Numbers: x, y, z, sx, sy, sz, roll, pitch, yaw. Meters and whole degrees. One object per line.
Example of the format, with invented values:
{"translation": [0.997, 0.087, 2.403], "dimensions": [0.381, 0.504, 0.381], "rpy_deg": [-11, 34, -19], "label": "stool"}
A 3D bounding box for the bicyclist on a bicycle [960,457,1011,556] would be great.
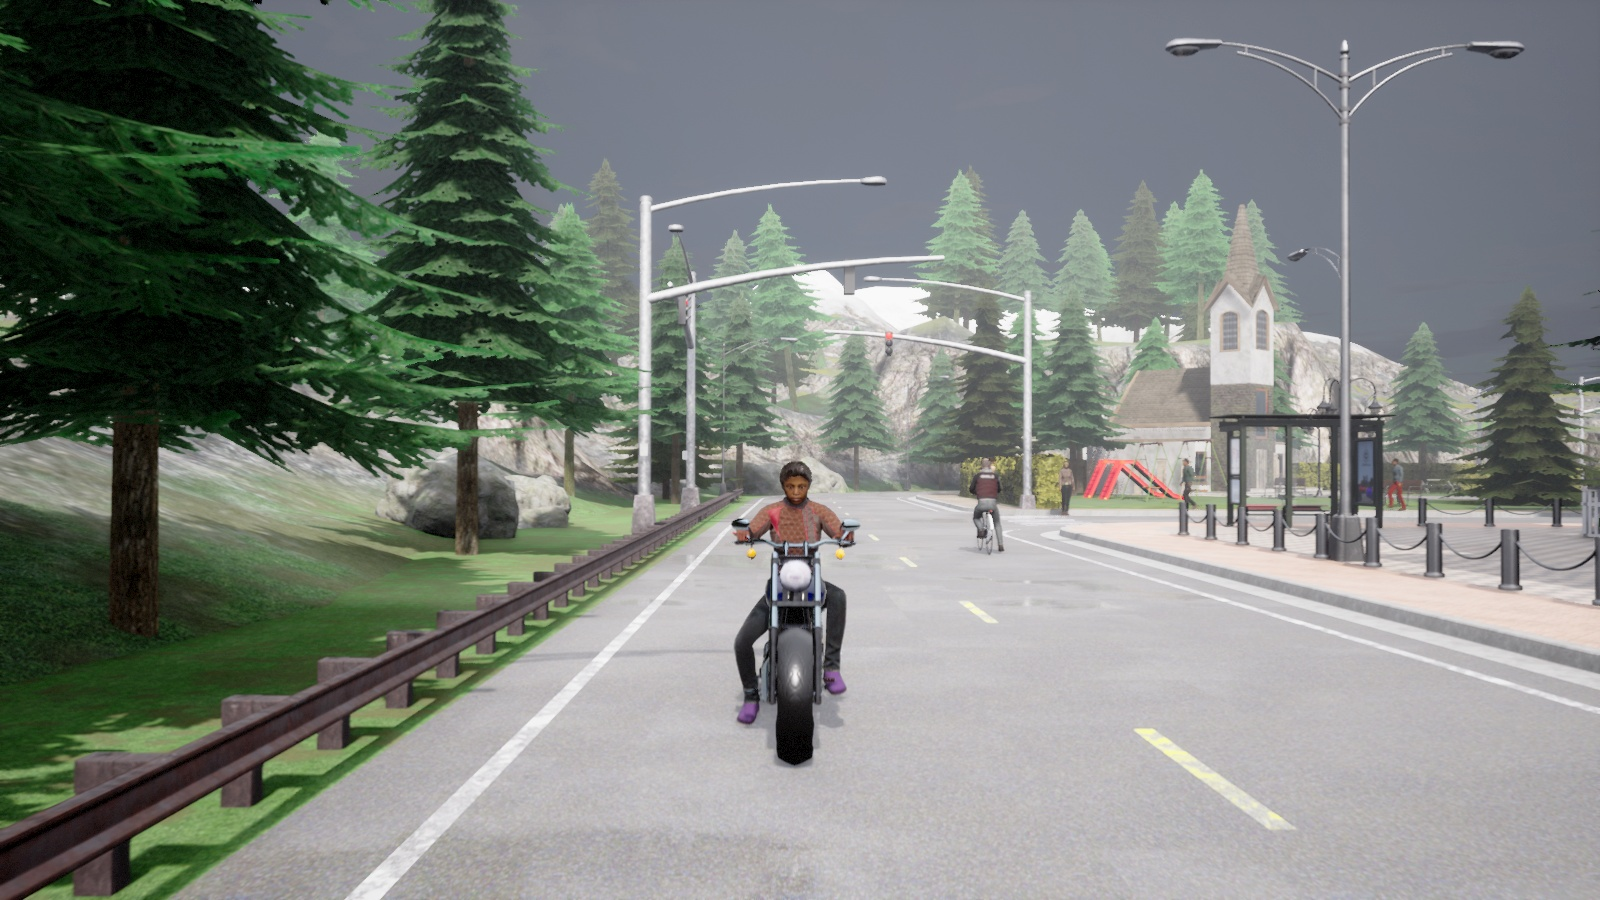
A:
{"translation": [3.439, 1.016, 23.420], "dimensions": [0.659, 1.776, 1.843], "rpy_deg": [0, -1, 0], "label": "bicyclist on a bicycle"}

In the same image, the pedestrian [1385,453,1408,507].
{"translation": [20.540, 1.017, 43.230], "dimensions": [0.614, 1.847, 0.353], "rpy_deg": [0, -1, 0], "label": "pedestrian"}

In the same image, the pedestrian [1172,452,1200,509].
{"translation": [13.375, 1.050, 43.511], "dimensions": [0.788, 1.949, 0.423], "rpy_deg": [0, -1, -5], "label": "pedestrian"}

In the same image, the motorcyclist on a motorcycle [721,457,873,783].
{"translation": [-0.020, 0.874, 7.539], "dimensions": [0.766, 1.649, 2.350], "rpy_deg": [0, -1, 0], "label": "motorcyclist on a motorcycle"}

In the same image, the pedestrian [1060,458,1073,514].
{"translation": [8.840, 1.178, 41.671], "dimensions": [0.331, 1.846, 0.634], "rpy_deg": [0, -1, 5], "label": "pedestrian"}
